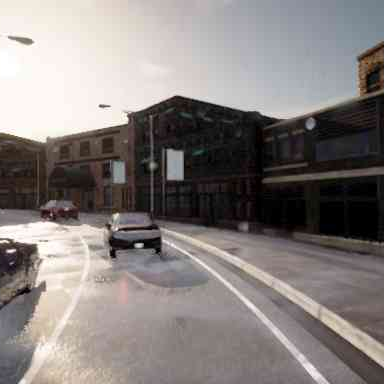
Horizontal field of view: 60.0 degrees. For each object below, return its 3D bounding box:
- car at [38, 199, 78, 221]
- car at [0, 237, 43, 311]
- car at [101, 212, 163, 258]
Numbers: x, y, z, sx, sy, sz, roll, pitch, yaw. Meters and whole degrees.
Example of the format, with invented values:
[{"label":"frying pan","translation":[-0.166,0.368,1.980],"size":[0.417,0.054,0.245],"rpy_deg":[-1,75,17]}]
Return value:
[{"label":"car","translation":[-11.638,1.445,28.782],"size":[2.097,1.767,4.553],"rpy_deg":[1,0,-41]},{"label":"car","translation":[-4.265,1.580,6.040],"size":[2.033,1.411,5.357],"rpy_deg":[0,0,-10]},{"label":"car","translation":[-2.460,1.534,13.158],"size":[2.128,1.511,4.902],"rpy_deg":[0,0,-18]}]
